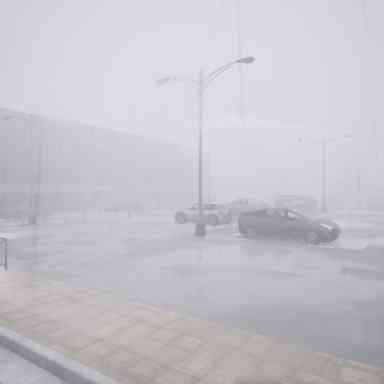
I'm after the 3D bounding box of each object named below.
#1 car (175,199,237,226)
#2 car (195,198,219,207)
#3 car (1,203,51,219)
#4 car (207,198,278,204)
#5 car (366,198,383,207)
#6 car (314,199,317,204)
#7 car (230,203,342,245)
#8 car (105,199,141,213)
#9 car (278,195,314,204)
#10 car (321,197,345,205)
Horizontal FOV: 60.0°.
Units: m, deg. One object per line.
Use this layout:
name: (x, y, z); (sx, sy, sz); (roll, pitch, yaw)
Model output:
car: (0.732, 1.424, 22.439); (3.806, 1.475, 1.970); (0, 0, 35)
car: (2.566, 1.744, 56.223); (1.994, 1.385, 4.181); (0, 0, 35)
car: (-15.373, 1.740, 30.994); (1.994, 1.385, 4.181); (0, 0, 35)
car: (4.169, 1.345, 27.868); (5.027, 1.636, 2.152); (0, 0, 35)
car: (28.063, 1.576, 49.318); (3.806, 1.475, 1.970); (0, 0, 35)
car: (12.888, 1.289, 40.931); (4.605, 1.855, 1.932); (0, 0, 35)
car: (4.378, 1.490, 15.381); (4.514, 1.523, 2.007); (0, 0, 35)
car: (-8.430, 1.677, 40.817); (1.837, 1.490, 4.892); (0, 1, 35)
car: (11.549, 1.269, 38.320); (3.866, 1.878, 1.905); (0, 0, 35)
car: (23.720, 1.565, 56.033); (3.633, 1.501, 1.845); (0, 0, 35)
